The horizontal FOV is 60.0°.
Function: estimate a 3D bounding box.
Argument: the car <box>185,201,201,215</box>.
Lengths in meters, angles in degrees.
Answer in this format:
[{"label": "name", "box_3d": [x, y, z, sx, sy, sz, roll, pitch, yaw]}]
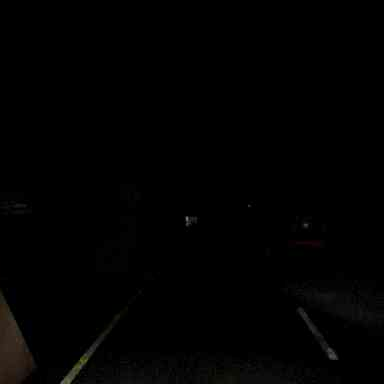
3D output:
[{"label": "car", "box_3d": [0.931, 1.672, 35.697, 1.882, 1.535, 5.008, 0, 0, 24]}]

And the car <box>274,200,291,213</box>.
[{"label": "car", "box_3d": [11.571, 1.739, 41.337, 1.882, 1.535, 5.008, 0, -1, 26]}]

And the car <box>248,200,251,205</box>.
[{"label": "car", "box_3d": [12.945, 1.917, 68.101, 2.128, 1.511, 4.902, 0, 0, 26]}]

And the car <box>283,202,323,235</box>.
[{"label": "car", "box_3d": [6.613, 1.607, 19.863, 1.882, 1.535, 5.008, 0, 0, 15]}]
